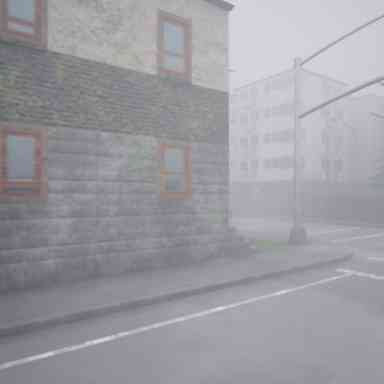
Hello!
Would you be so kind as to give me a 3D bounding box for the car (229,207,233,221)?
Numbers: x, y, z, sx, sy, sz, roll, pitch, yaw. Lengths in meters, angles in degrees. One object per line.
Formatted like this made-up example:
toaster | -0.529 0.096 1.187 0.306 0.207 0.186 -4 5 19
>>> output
car | 0.964 1.401 27.561 2.150 2.045 5.566 0 0 -36
